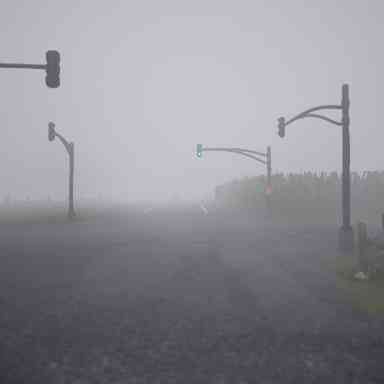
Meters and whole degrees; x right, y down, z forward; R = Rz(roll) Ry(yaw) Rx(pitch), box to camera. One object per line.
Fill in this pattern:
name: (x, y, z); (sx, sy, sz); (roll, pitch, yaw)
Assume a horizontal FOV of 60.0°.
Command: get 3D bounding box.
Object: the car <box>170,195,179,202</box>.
car: (-3.860, 1.409, 72.438); (1.837, 1.490, 4.892); (0, 0, 0)
